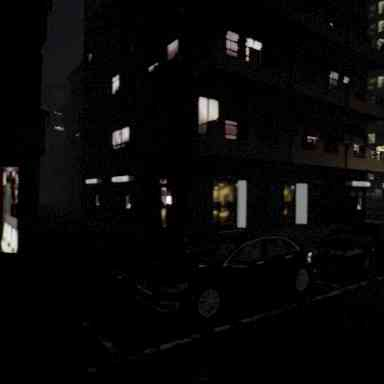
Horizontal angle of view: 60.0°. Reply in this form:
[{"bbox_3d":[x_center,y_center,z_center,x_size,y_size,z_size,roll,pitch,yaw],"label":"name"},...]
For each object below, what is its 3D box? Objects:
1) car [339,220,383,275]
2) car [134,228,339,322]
[{"bbox_3d":[5.423,1.553,10.377,4.206,1.307,1.802,0,1,-36],"label":"car"},{"bbox_3d":[0.914,1.538,7.156,4.403,1.369,2.008,0,1,-36],"label":"car"}]
